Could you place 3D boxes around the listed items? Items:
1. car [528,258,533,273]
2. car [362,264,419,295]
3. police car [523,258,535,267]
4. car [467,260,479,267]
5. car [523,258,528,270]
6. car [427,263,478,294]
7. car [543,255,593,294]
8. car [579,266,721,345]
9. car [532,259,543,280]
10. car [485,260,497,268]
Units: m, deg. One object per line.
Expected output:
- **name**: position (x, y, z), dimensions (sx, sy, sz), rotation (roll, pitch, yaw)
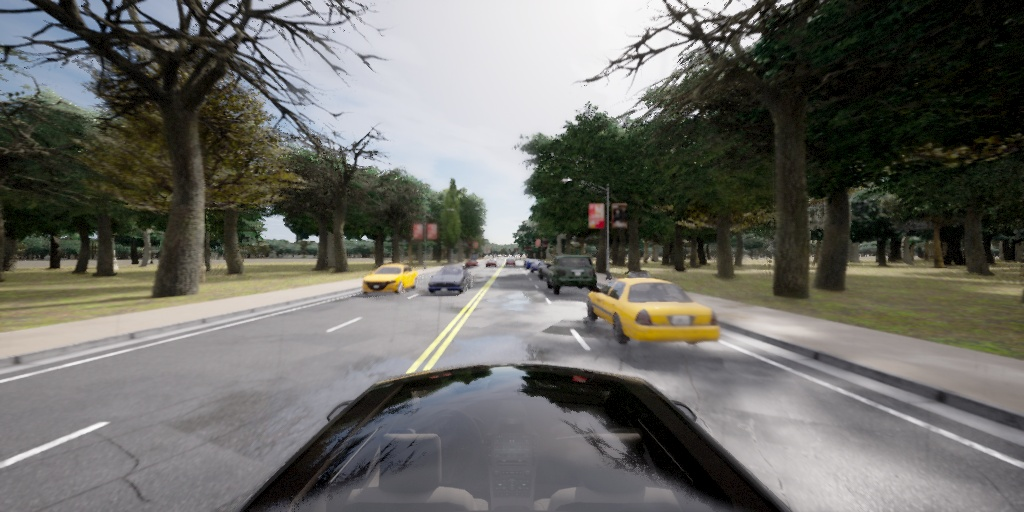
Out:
- **car**: position (3.166, 1.258, 42.285), dimensions (1.812, 1.442, 4.674), rotation (0, 0, 0)
- **car**: position (-6.616, 1.225, 19.984), dimensions (1.882, 1.535, 5.008), rotation (0, 0, 0)
- **police car**: position (3.050, 1.134, 64.405), dimensions (1.930, 1.638, 5.238), rotation (0, 0, 0)
- **car**: position (-6.709, 1.314, 61.089), dimensions (1.895, 1.301, 4.718), rotation (0, 0, 0)
- **car**: position (3.114, 1.201, 53.290), dimensions (1.882, 1.535, 5.008), rotation (0, 0, 0)
- **car**: position (-3.368, 1.295, 20.427), dimensions (2.033, 1.411, 5.357), rotation (0, 0, 0)
- **car**: position (3.233, 0.969, 20.304), dimensions (2.150, 2.045, 5.566), rotation (0, 0, 0)
- **car**: position (3.248, 1.207, 9.459), dimensions (1.801, 1.575, 5.366), rotation (0, 0, 0)
- **car**: position (3.206, 1.232, 31.279), dimensions (2.128, 1.511, 4.902), rotation (0, 0, 0)
- **car**: position (-3.468, 1.315, 60.477), dimensions (1.895, 1.301, 4.718), rotation (0, 0, 0)
